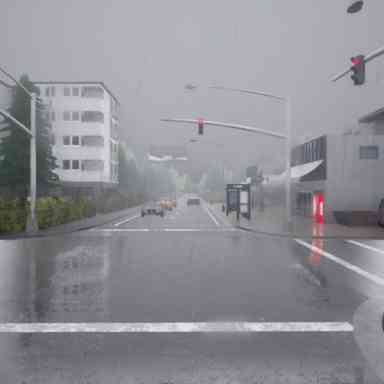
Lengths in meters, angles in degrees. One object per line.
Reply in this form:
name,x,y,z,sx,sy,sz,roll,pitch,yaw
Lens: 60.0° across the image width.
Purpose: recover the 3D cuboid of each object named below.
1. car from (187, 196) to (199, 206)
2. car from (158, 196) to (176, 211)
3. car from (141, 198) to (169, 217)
car,0.241,1.477,53.920,1.882,1.535,5.008,0,0,1
car,-3.490,1.352,40.690,2.097,1.767,4.553,0,0,0
car,-3.522,1.564,30.989,1.994,1.385,4.181,0,0,0
